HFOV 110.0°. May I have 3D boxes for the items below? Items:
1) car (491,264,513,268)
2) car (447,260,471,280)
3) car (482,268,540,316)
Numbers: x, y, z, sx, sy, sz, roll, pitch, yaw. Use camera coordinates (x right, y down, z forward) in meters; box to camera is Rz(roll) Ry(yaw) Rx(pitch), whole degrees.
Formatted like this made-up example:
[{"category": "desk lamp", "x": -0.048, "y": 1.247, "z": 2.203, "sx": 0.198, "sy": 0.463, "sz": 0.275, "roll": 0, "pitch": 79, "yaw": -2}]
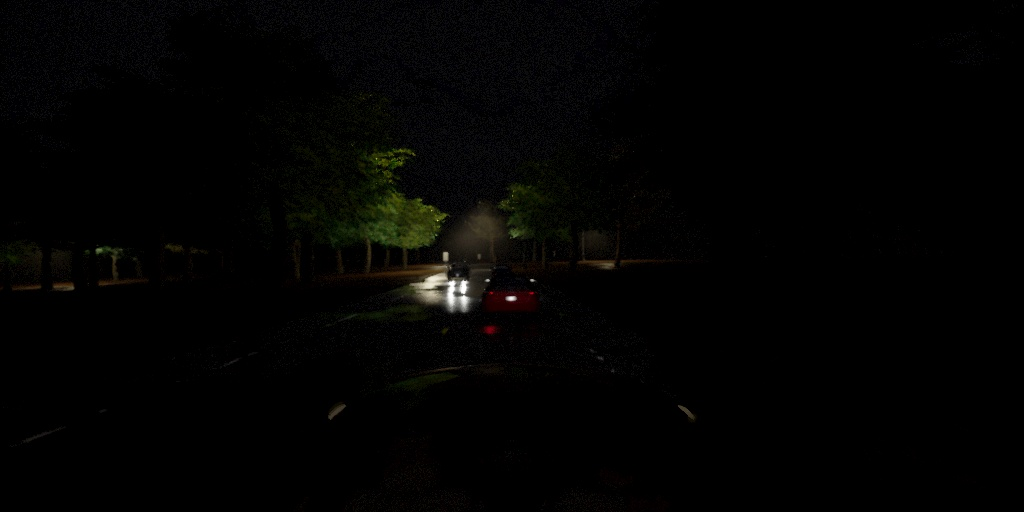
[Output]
[{"category": "car", "x": -0.848, "y": 1.369, "z": 30.126, "sx": 1.812, "sy": 1.442, "sz": 4.674, "roll": 0, "pitch": 0, "yaw": -4}, {"category": "car", "x": -4.680, "y": 1.344, "z": 32.074, "sx": 2.128, "sy": 1.511, "sz": 4.902, "roll": 0, "pitch": -1, "yaw": -4}, {"category": "car", "x": -0.071, "y": 1.334, "z": 13.430, "sx": 1.994, "sy": 1.385, "sz": 4.181, "roll": 0, "pitch": 0, "yaw": -1}]
